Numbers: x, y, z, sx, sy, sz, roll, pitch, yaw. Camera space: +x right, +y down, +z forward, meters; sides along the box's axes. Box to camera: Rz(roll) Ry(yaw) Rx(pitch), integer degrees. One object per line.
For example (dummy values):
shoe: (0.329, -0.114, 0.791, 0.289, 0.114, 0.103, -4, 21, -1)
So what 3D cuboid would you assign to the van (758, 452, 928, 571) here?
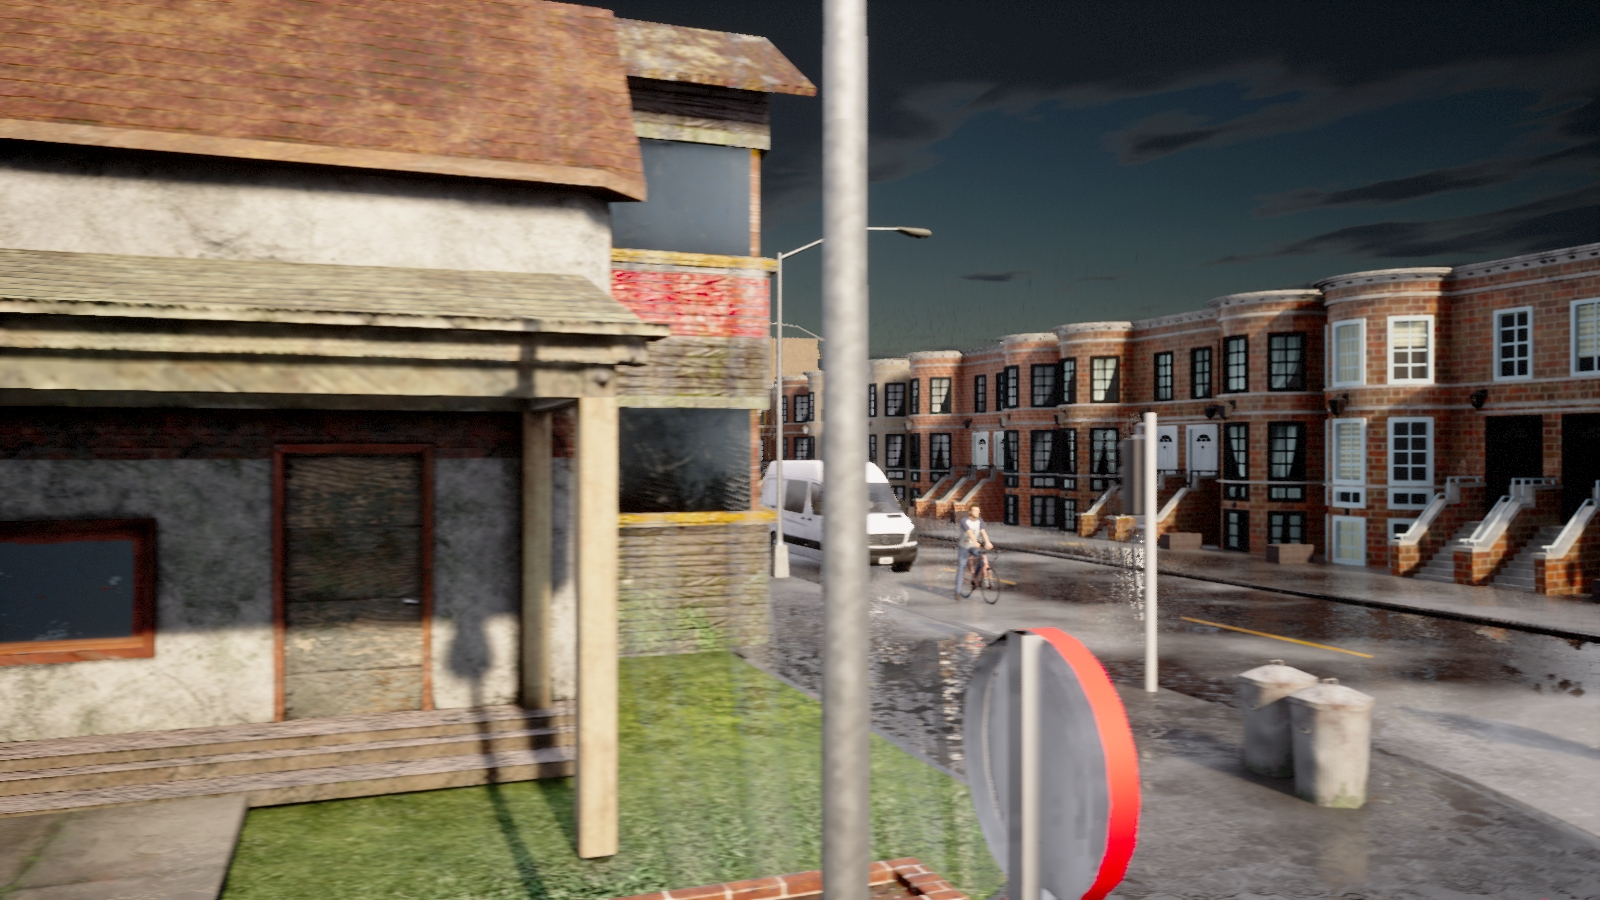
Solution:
van: (0.862, 1.323, 27.714, 1.988, 2.561, 5.915, 0, 0, -21)
